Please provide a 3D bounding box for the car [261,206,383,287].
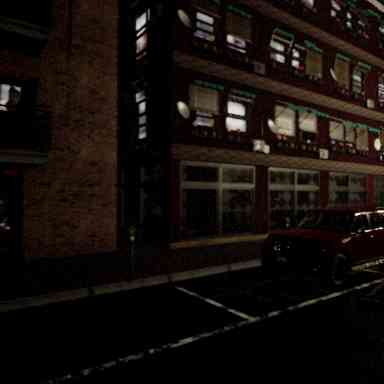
[{"bbox_3d":[4.260,1.349,9.599,5.009,1.841,2.192,0,0,-36],"label":"car"}]
